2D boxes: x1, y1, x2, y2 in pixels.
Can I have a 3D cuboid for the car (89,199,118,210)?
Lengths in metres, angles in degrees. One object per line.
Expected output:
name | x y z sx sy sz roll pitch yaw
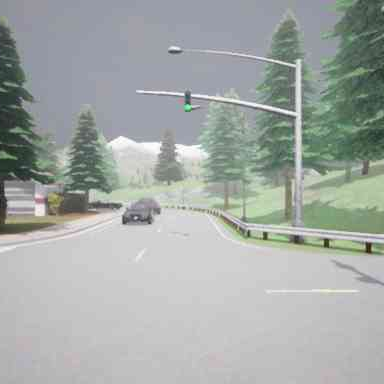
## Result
car | -11.151 1.591 41.840 4.718 1.301 1.895 0 0 14

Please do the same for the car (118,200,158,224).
car | -3.842 1.554 24.269 1.994 1.385 4.181 0 0 -2

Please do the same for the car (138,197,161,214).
car | -4.621 1.338 34.064 2.097 1.767 4.553 0 0 -19
